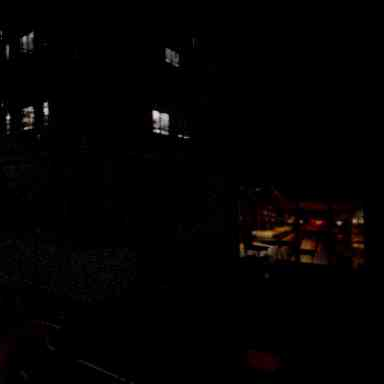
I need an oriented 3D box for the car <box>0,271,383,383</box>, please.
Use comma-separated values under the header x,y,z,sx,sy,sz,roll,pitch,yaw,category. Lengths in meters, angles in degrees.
x,y,z,sx,sy,sz,roll,pitch,yaw,category
-0.093,1.440,2.800,4.097,1.590,1.967,0,-1,36,car
